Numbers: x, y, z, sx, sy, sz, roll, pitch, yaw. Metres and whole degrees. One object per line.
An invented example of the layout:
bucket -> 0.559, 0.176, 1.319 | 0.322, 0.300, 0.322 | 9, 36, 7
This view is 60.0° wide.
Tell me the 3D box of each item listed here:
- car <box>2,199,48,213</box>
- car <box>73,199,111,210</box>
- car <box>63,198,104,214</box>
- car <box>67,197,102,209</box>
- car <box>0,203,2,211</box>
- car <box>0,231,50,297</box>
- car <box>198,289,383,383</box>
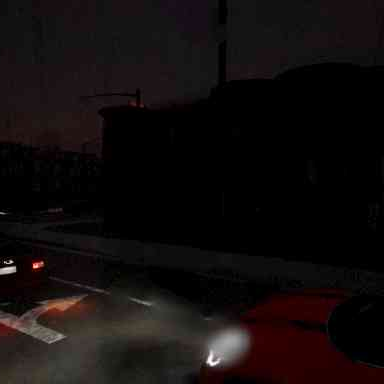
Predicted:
car -> -18.362, 1.564, 37.273 | 1.994, 1.385, 4.181 | 0, 0, 36
car -> -13.294, 1.601, 44.354 | 1.895, 1.301, 4.718 | 0, 0, 36
car -> -11.077, 1.477, 35.128 | 1.882, 1.535, 5.008 | 0, 0, 36
car -> -15.275, 1.526, 47.577 | 1.812, 1.442, 4.674 | 0, 0, 36
car -> -20.876, 1.547, 39.782 | 2.033, 1.411, 5.357 | 0, 0, 36
car -> -5.505, 1.547, 7.891 | 5.357, 1.411, 2.033 | 0, 0, 37
car -> 2.247, 1.352, 2.394 | 4.553, 1.767, 2.097 | 0, 0, 36
